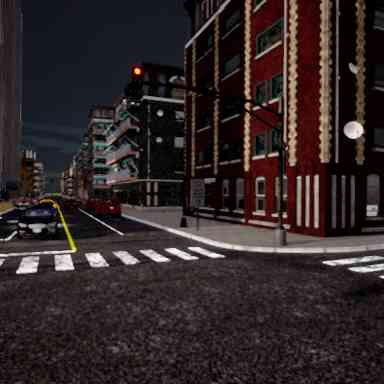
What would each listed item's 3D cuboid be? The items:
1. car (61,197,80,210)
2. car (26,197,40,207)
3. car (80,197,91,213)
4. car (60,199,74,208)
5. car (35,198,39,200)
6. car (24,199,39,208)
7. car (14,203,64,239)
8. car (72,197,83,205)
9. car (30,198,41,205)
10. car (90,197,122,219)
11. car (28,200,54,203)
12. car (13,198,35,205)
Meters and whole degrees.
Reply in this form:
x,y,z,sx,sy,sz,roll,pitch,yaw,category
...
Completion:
x,y,z,sx,sy,sz,roll,pitch,yaw,category
-17.077,1.754,46.685,1.837,1.490,4.892,1,-1,-23,car
-28.194,1.716,59.089,1.967,1.590,4.097,0,0,-23,car
-12.242,1.554,41.517,2.192,1.841,5.009,0,0,-23,car
-20.987,1.862,55.759,1.994,1.385,4.181,1,-1,-23,car
-15.897,1.651,36.485,1.882,1.535,5.008,1,-1,-23,car
-25.992,1.799,53.949,2.008,1.369,4.403,0,0,-23,car
-8.215,1.563,17.896,2.128,1.511,4.902,1,-1,-23,car
-24.316,1.839,70.687,1.967,1.590,4.097,0,0,-23,car
-32.591,1.914,69.376,1.802,1.307,4.206,0,0,-23,car
-7.922,1.499,31.199,2.192,1.841,5.009,0,0,-23,car
-11.910,1.646,26.786,1.812,1.442,4.674,1,-1,-22,car
-19.512,1.715,38.472,2.008,1.369,4.403,0,0,-23,car
